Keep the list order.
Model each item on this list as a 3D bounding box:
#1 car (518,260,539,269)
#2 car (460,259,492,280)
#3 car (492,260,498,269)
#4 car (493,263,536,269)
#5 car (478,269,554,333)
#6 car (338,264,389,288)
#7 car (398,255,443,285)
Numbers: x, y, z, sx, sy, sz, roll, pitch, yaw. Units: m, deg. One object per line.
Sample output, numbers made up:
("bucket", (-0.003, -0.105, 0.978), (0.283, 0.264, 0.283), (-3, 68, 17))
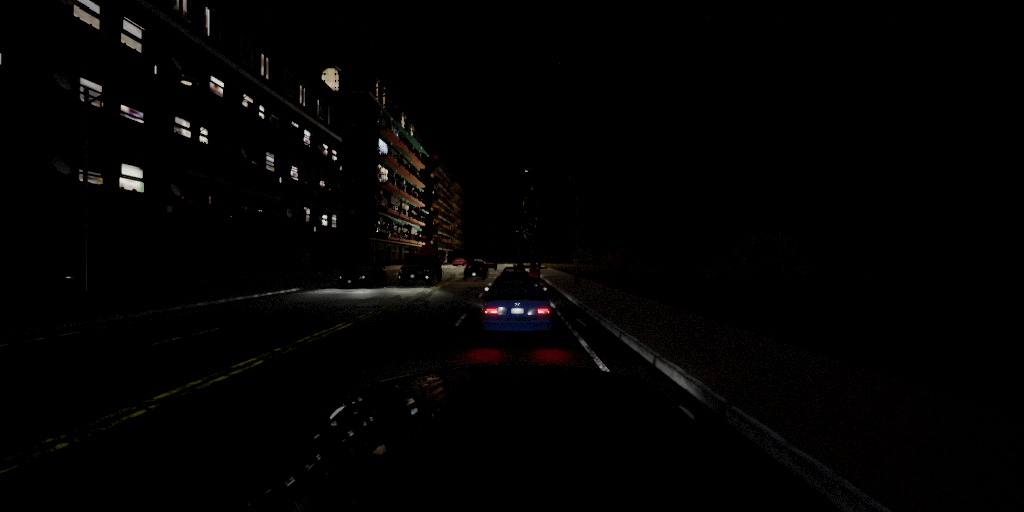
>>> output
("car", (1.194, 1.105, 29.945), (2.097, 1.767, 4.553), (0, 0, 0))
("car", (-3.091, 1.255, 31.578), (1.837, 1.490, 4.892), (0, -1, 0))
("car", (-3.047, 1.244, 50.594), (2.128, 1.511, 4.902), (0, 0, 0))
("car", (0.133, 1.317, 21.011), (1.994, 1.385, 4.181), (0, 0, 1))
("car", (0.120, 1.299, 10.678), (2.033, 1.411, 5.357), (0, 0, 0))
("car", (-9.819, 1.279, 24.004), (1.812, 1.442, 4.674), (0, 0, 0))
("car", (-6.550, 0.975, 26.355), (2.150, 2.045, 5.566), (0, 0, 0))
